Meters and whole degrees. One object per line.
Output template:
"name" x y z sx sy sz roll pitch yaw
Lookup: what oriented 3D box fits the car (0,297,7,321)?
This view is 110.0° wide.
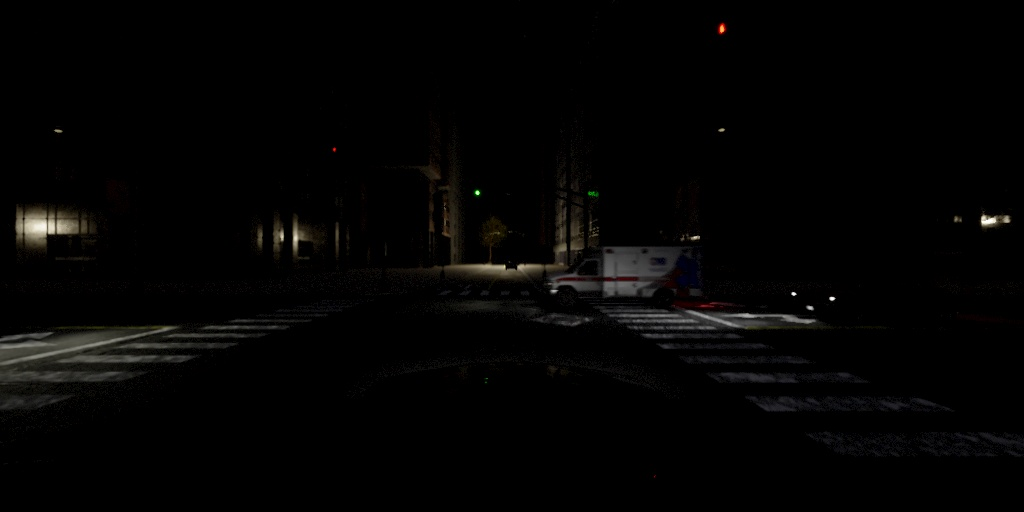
"car" -15.941 1.000 8.544 5.566 2.045 2.150 1 0 0

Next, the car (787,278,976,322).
"car" 12.014 1.399 11.905 4.718 1.301 1.895 0 0 -2

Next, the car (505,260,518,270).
"car" -0.101 1.582 57.885 1.994 1.385 4.181 0 0 0

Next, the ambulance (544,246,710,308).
"ambulance" 4.571 0.838 15.080 6.366 2.431 2.351 0 0 0
